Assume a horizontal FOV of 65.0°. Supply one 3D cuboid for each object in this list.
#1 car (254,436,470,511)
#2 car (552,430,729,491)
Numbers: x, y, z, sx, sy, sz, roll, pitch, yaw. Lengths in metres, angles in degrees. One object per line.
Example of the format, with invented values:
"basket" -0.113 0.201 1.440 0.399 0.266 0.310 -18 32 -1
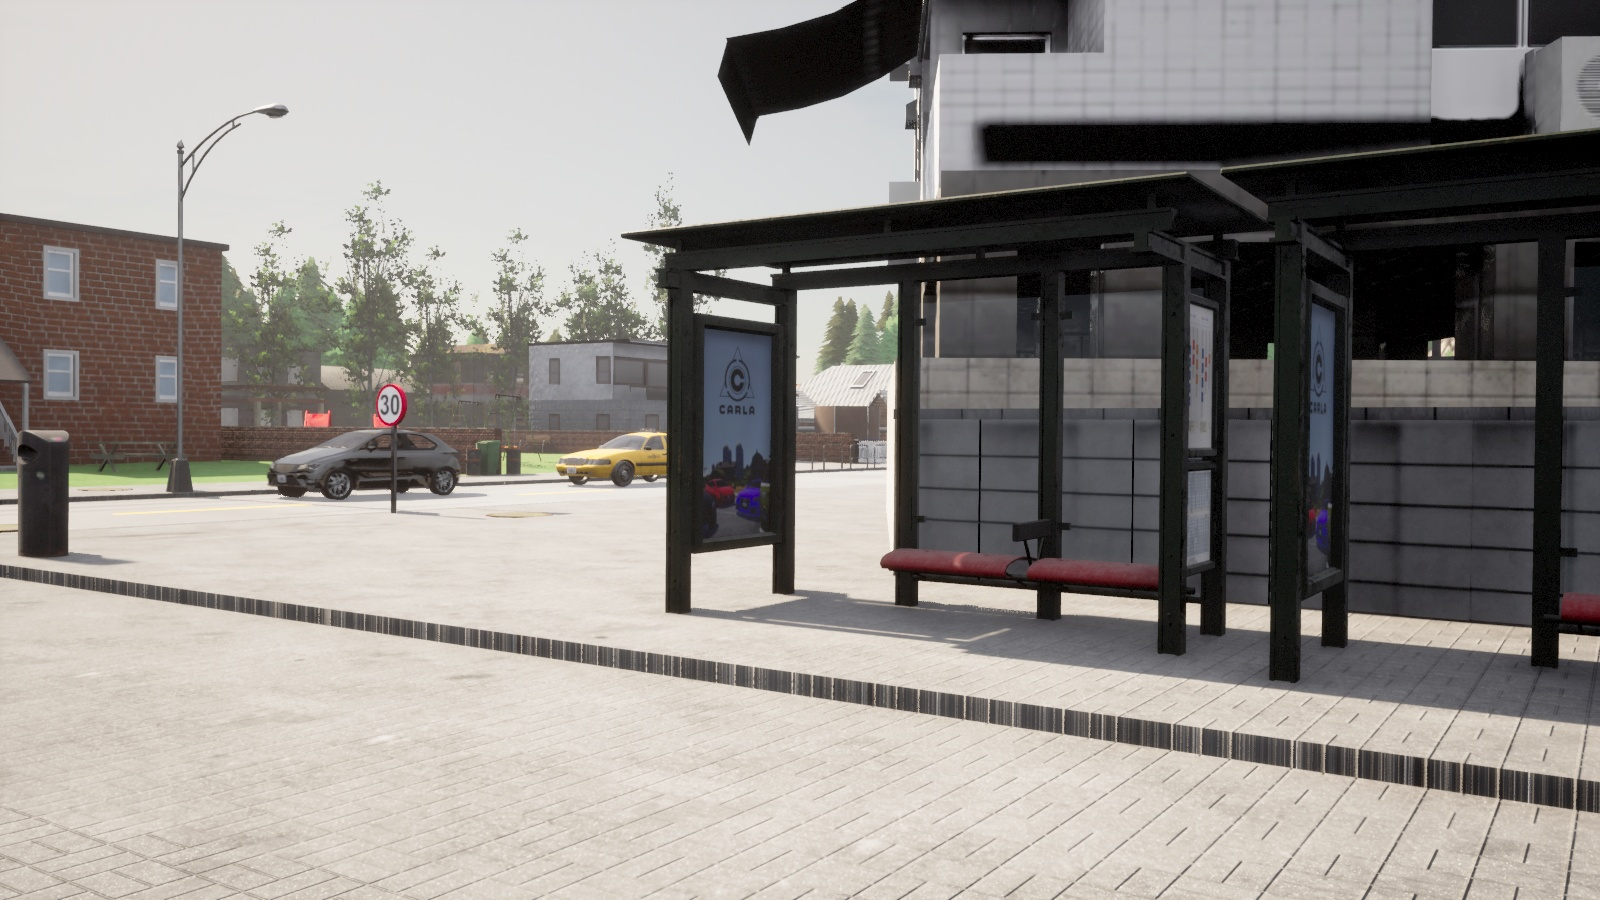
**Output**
"car" -9.458 0.456 27.423 1.816 1.474 4.193 0 1 34
"car" -4.336 0.230 35.138 1.801 1.575 5.366 0 1 34
